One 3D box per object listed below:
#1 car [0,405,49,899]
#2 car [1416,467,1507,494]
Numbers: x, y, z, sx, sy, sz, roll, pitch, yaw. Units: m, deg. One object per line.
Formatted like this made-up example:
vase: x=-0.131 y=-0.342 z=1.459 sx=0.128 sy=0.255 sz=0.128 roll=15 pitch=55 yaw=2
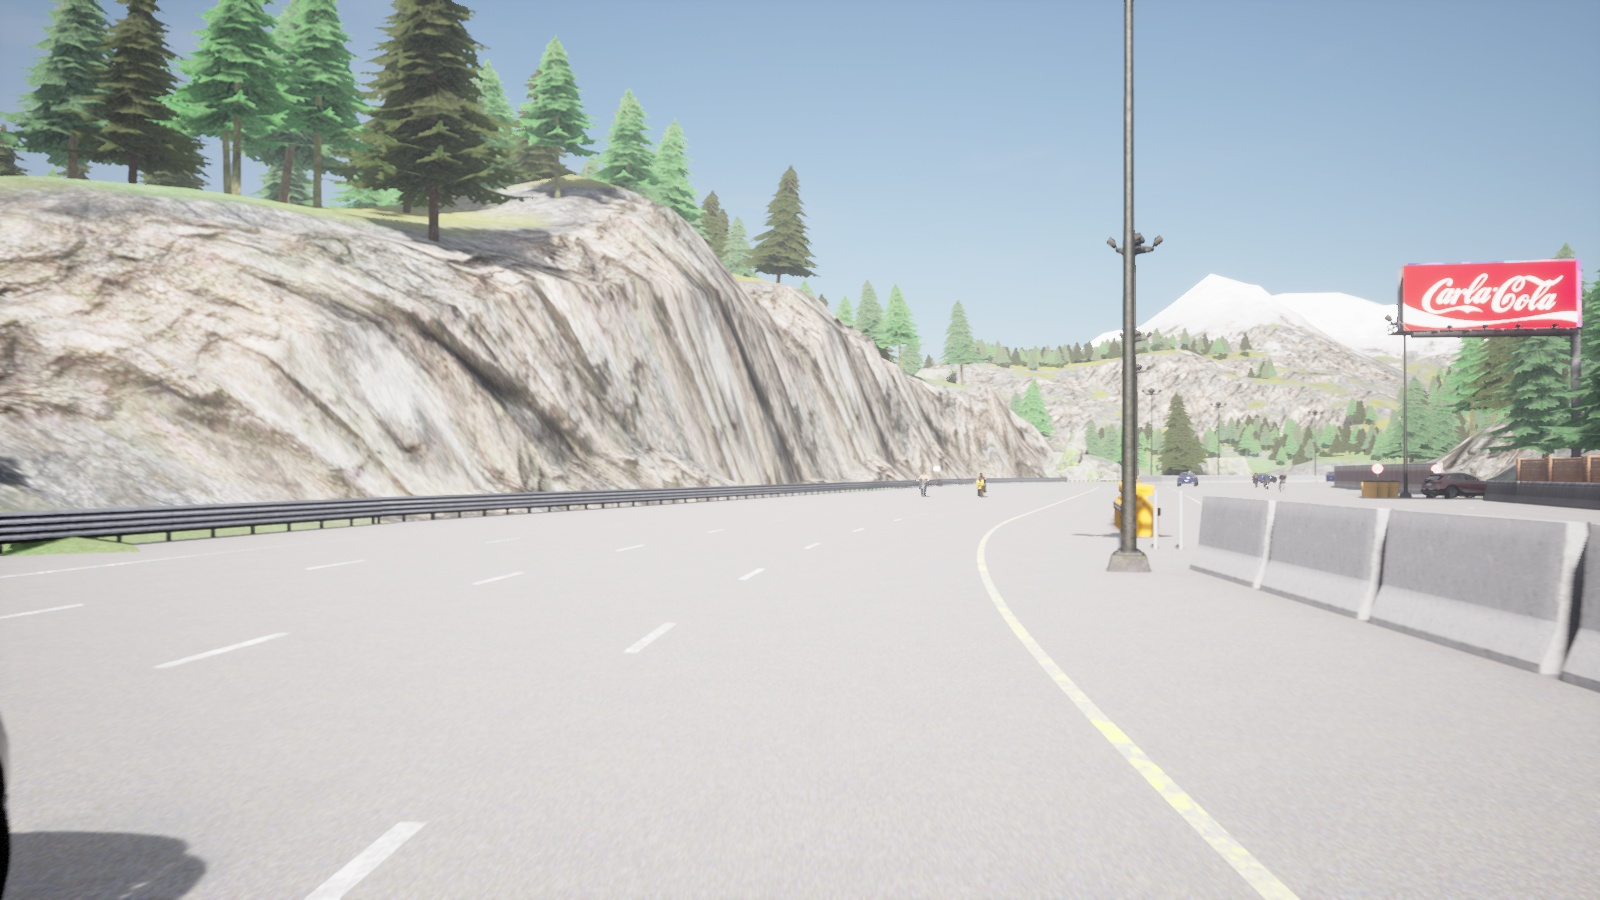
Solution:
car: x=-3.512 y=0.717 z=1.794 sx=2.097 sy=1.767 sz=4.553 roll=0 pitch=-1 yaw=1
car: x=41.135 y=1.890 z=78.098 sx=4.856 sy=1.649 sz=2.033 roll=0 pitch=-2 yaw=-13
